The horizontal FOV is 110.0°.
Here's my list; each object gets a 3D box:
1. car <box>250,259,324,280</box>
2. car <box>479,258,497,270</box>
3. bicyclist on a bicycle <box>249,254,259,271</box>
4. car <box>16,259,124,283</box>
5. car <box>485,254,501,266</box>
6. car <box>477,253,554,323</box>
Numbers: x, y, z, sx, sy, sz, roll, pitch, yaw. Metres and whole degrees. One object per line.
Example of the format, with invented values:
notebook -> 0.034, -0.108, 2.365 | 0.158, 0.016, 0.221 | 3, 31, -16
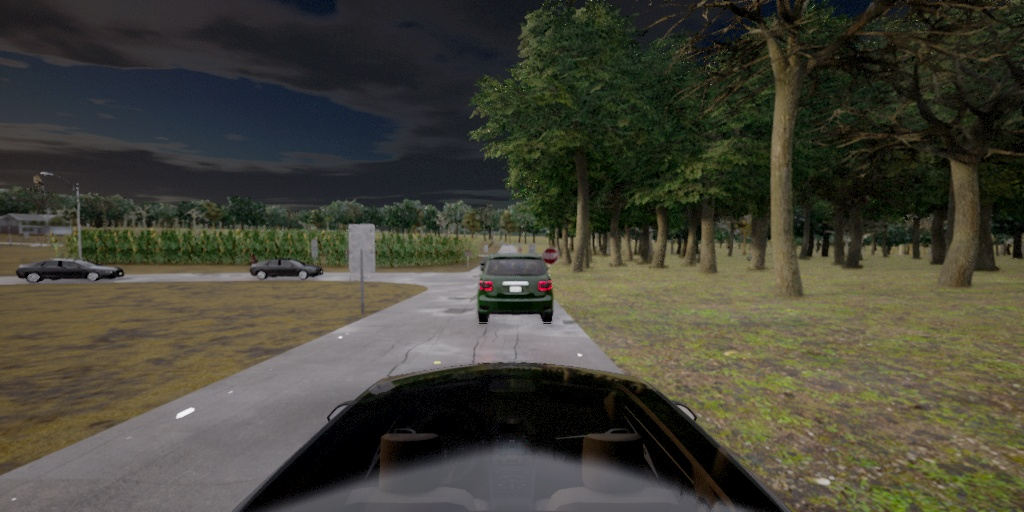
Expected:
car -> -17.066, 0.961, 27.302 | 4.892, 1.490, 1.837 | 0, 2, -7
car -> -2.877, 0.914, 44.121 | 1.895, 1.301, 4.718 | 0, 1, 0
bicyclist on a bicycle -> -23.474, 0.668, 32.625 | 0.582, 1.620, 1.656 | 0, 1, -11
car -> -29.901, 0.961, 24.460 | 4.892, 1.490, 1.837 | 1, 2, -20
car -> -2.873, 0.564, 54.257 | 2.128, 1.511, 4.902 | 0, 2, 0
car -> 0.093, 0.917, 11.946 | 2.150, 2.045, 5.566 | 0, 1, 0
